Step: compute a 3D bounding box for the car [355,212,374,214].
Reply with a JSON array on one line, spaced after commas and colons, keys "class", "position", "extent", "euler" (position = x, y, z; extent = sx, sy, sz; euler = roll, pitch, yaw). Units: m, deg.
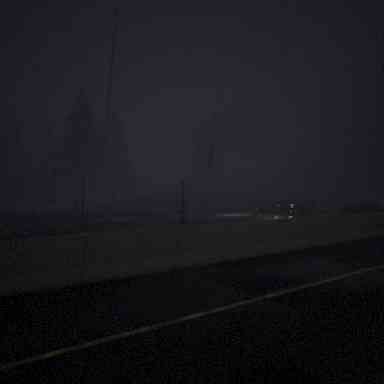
[{"class": "car", "position": [16.721, 1.550, 33.034], "extent": [5.357, 1.411, 2.033], "euler": [0, 0, -35]}]
